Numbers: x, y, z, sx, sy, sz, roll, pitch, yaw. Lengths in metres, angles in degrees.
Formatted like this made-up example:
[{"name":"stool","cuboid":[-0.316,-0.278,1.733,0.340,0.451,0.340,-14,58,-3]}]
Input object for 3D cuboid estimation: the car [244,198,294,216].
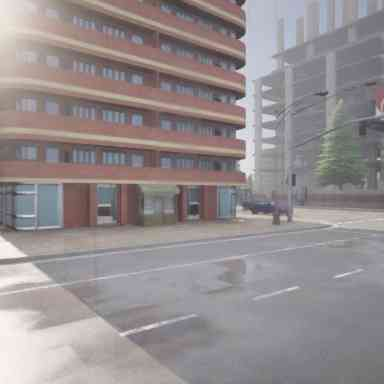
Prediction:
[{"name":"car","cuboid":[7.681,1.526,32.517,1.812,1.442,4.674,0,0,-36]}]
